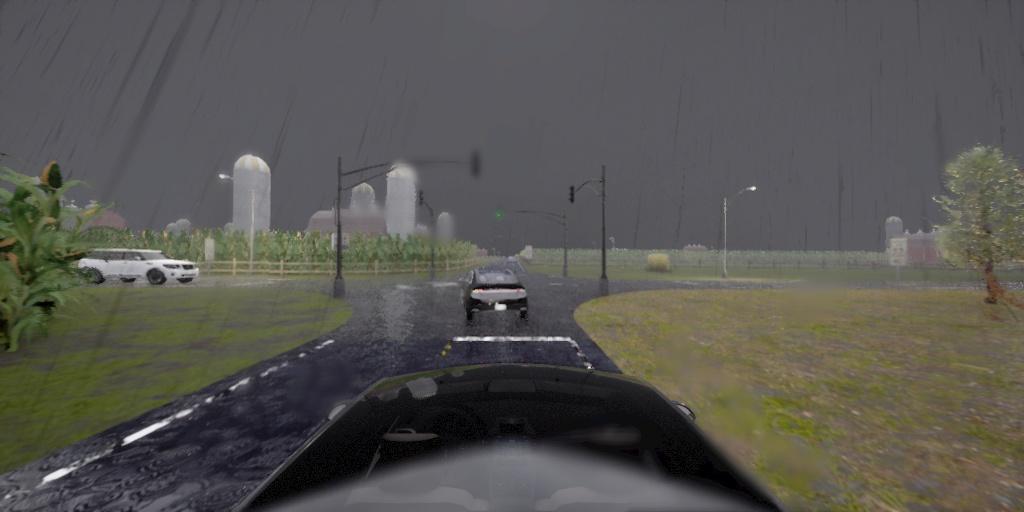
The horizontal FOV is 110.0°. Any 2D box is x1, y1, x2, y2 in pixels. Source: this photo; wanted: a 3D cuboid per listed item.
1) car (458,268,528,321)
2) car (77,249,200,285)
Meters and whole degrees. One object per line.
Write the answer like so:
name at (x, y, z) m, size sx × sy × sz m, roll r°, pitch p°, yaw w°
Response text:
car at (-0.742, 1.161, 12.168) m, size 2.128 × 1.511 × 4.902 m, roll 0°, pitch 1°, yaw -10°
car at (-21.851, 0.611, 21.125) m, size 5.566 × 2.045 × 2.150 m, roll 0°, pitch -1°, yaw -3°
